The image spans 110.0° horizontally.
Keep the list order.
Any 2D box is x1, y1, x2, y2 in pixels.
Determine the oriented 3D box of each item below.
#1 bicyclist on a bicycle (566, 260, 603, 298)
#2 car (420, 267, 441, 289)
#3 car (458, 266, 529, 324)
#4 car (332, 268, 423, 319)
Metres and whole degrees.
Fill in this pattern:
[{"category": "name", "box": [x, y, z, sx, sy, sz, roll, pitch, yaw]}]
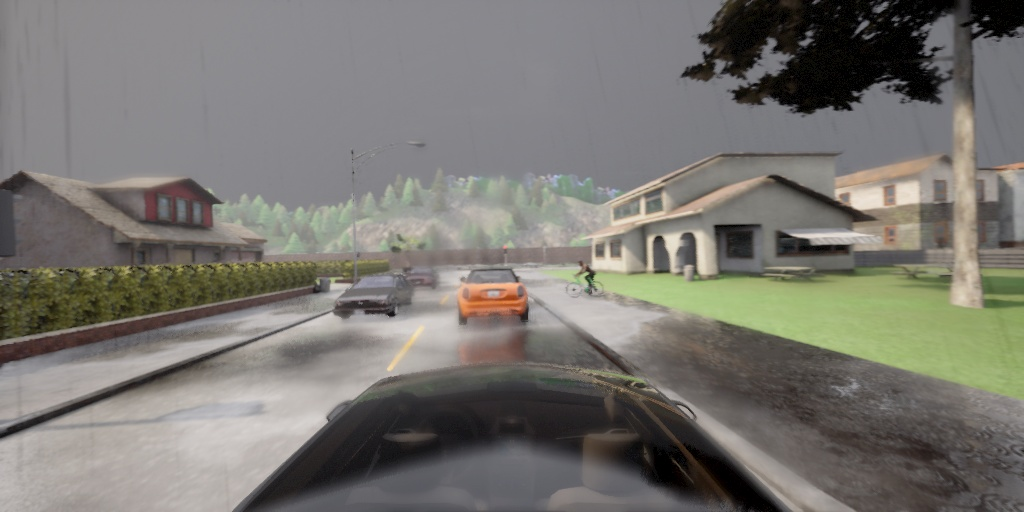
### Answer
[{"category": "bicyclist on a bicycle", "box": [3.127, 0.988, 15.429, 1.656, 1.620, 0.582, -1, 0, -5]}, {"category": "car", "box": [-5.923, 1.450, 23.904, 1.994, 1.385, 4.181, -2, 0, -5]}, {"category": "car", "box": [-0.708, 1.106, 12.325, 2.097, 1.767, 4.553, -2, 0, -5]}, {"category": "car", "box": [-5.065, 1.424, 14.015, 2.033, 1.411, 5.357, -2, 0, -5]}]
